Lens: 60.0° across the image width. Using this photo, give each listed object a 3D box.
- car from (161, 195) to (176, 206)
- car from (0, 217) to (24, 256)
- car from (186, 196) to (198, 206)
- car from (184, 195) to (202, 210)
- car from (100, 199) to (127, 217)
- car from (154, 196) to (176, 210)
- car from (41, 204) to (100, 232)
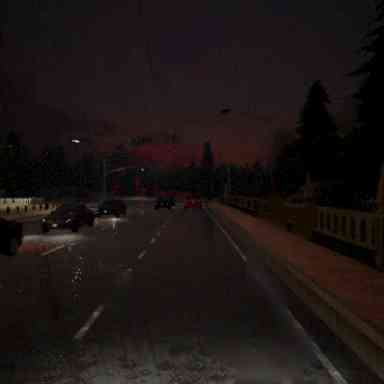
[{"bbox_3d":[-3.482,1.259,49.715,1.882,1.535,5.008,0,1,0],"label":"car"},{"bbox_3d":[-7.087,1.446,10.102,1.882,1.535,5.008,0,0,0],"label":"car"},{"bbox_3d":[0.017,1.300,49.895,1.812,1.442,4.674,0,0,0],"label":"car"},{"bbox_3d":[0.112,1.170,40.571,2.097,1.767,4.553,0,0,0],"label":"car"},{"bbox_3d":[-7.070,1.384,29.582,1.837,1.490,4.892,0,0,0],"label":"car"},{"bbox_3d":[-3.383,1.375,39.520,2.033,1.411,5.357,0,0,0],"label":"car"},{"bbox_3d":[-7.081,1.451,19.488,1.812,1.442,4.674,0,0,0],"label":"car"}]
